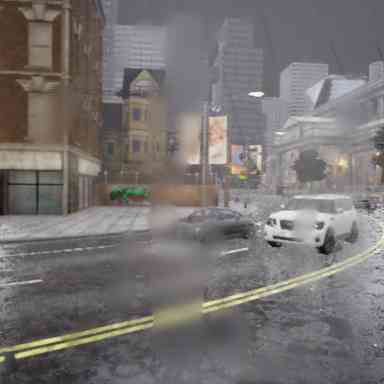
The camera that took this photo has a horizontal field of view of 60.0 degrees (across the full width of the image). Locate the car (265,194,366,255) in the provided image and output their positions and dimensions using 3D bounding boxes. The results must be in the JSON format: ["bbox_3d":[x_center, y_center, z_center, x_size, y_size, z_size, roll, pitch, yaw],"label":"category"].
[{"bbox_3d":[5.027,1.118,13.405,2.150,2.045,5.566,2,1,40],"label":"car"}]

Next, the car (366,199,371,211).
[{"bbox_3d":[18.442,1.273,37.645,2.128,1.511,4.902,1,1,6],"label":"car"}]

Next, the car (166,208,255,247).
[{"bbox_3d":[0.905,1.388,14.125,1.994,1.385,4.181,2,1,43],"label":"car"}]
